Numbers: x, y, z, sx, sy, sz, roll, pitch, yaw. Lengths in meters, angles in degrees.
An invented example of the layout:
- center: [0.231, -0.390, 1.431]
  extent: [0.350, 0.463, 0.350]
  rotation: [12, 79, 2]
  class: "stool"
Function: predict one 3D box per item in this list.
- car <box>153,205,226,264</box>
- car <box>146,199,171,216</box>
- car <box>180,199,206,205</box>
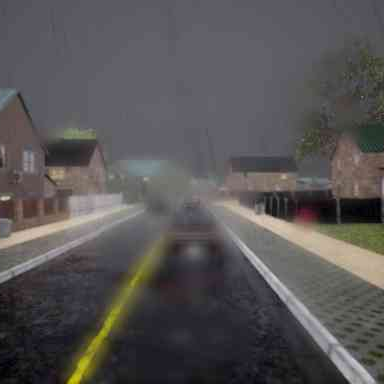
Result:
- center: [0.080, 1.397, 11.444]
  extent: [2.128, 1.511, 4.902]
  rotation: [0, 0, 0]
  class: "car"
- center: [-2.839, 1.346, 29.482]
  extent: [1.994, 1.385, 4.181]
  rotation: [0, 0, 0]
  class: "car"
- center: [0.078, 1.293, 26.643]
  extent: [2.128, 1.511, 4.902]
  rotation: [0, 0, 0]
  class: "car"
